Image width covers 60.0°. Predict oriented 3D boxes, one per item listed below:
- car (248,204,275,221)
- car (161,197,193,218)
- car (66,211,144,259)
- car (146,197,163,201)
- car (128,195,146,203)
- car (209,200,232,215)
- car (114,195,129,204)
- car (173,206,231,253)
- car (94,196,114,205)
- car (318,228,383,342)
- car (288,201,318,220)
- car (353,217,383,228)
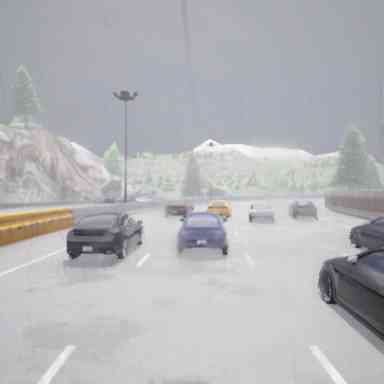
[{"bbox_3d":[5.484,1.581,26.630,1.895,1.301,4.718,0,0,9],"label":"car"},{"bbox_3d":[-1.042,1.456,29.735,1.882,1.535,5.008,0,0,10],"label":"car"},{"bbox_3d":[-3.084,1.496,12.624,1.837,1.490,4.892,0,0,3],"label":"car"},{"bbox_3d":[-5.403,1.524,54.943,1.994,1.385,4.181,0,0,19],"label":"car"},{"bbox_3d":[-8.488,1.485,56.732,1.812,1.442,4.674,0,0,20],"label":"car"},{"bbox_3d":[2.506,1.456,29.723,1.882,1.535,5.008,0,0,10],"label":"car"},{"bbox_3d":[-11.264,1.309,59.339,2.097,1.767,4.553,0,0,20],"label":"car"},{"bbox_3d":[0.465,1.516,13.472,1.812,1.442,4.674,0,0,3],"label":"car"},{"bbox_3d":[-15.252,1.451,58.613,2.128,1.511,4.902,0,0,19],"label":"car"},{"bbox_3d":[3.651,1.560,5.408,1.994,1.385,4.181,0,0,1],"label":"car"},{"bbox_3d":[9.329,1.470,28.153,2.128,1.511,4.902,0,0,10],"label":"car"},{"bbox_3d":[7.393,1.555,11.980,1.994,1.385,4.181,0,0,3],"label":"car"}]
